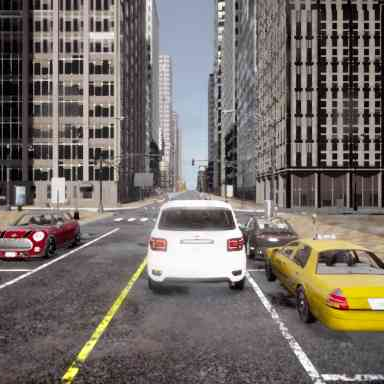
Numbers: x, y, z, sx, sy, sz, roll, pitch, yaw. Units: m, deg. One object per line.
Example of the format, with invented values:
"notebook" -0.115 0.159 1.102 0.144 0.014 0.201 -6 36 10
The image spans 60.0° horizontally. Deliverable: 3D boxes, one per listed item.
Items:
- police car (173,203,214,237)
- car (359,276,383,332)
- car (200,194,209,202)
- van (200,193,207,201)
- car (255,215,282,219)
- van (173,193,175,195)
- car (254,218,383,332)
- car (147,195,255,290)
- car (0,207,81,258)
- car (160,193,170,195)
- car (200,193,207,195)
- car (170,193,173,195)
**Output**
"police car" 0.101 1.498 19.150 2.038 1.542 4.974 0 0 1
"car" 2.692 1.551 1.106 2.008 1.369 4.403 0 0 0
"car" 2.709 1.353 73.073 1.967 1.590 4.097 0 0 0
"van" 2.711 1.240 78.758 1.690 1.788 3.998 0 0 0
"car" 2.695 1.548 12.445 2.008 1.369 4.403 0 0 0
"van" -5.668 1.225 84.448 1.690 1.788 3.998 0 0 0
"car" 2.693 1.525 6.947 1.752 1.417 4.829 0 0 0
"car" 0.102 1.220 9.230 2.150 2.045 5.566 0 0 0
"car" -5.685 1.438 12.445 1.967 1.590 4.097 0 0 0
"car" -5.769 1.380 61.708 1.967 1.590 4.097 0 0 0
"car" 2.802 1.380 61.705 1.967 1.590 4.097 0 0 0
"car" -5.702 1.242 67.393 2.192 1.841 5.009 0 0 0
